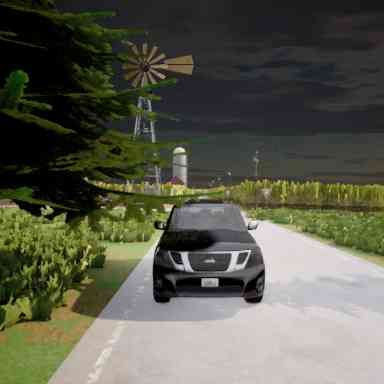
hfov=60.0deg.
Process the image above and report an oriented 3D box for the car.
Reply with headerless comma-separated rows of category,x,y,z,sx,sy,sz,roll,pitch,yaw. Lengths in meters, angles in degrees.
car,0.330,1.228,8.565,2.150,2.045,5.566,0,0,0
